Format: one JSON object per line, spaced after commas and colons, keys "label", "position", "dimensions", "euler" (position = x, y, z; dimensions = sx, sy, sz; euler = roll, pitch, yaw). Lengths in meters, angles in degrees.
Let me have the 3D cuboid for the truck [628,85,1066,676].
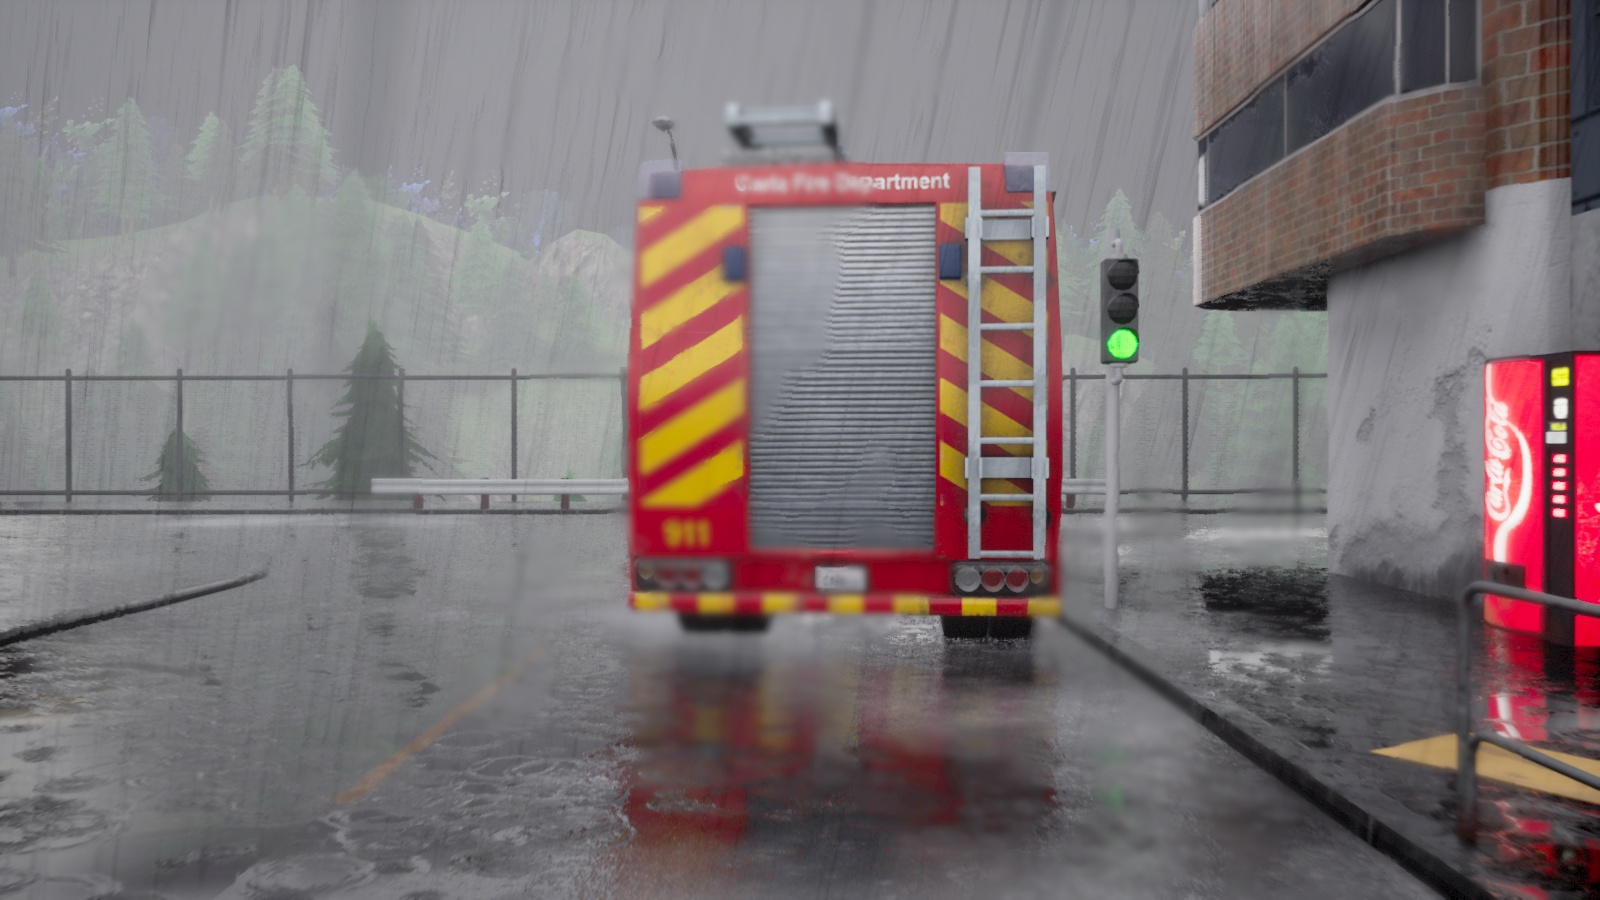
{"label": "truck", "position": [0.713, -0.468, 12.501], "dimensions": [2.891, 3.827, 8.468], "euler": [0, 0, 6]}
